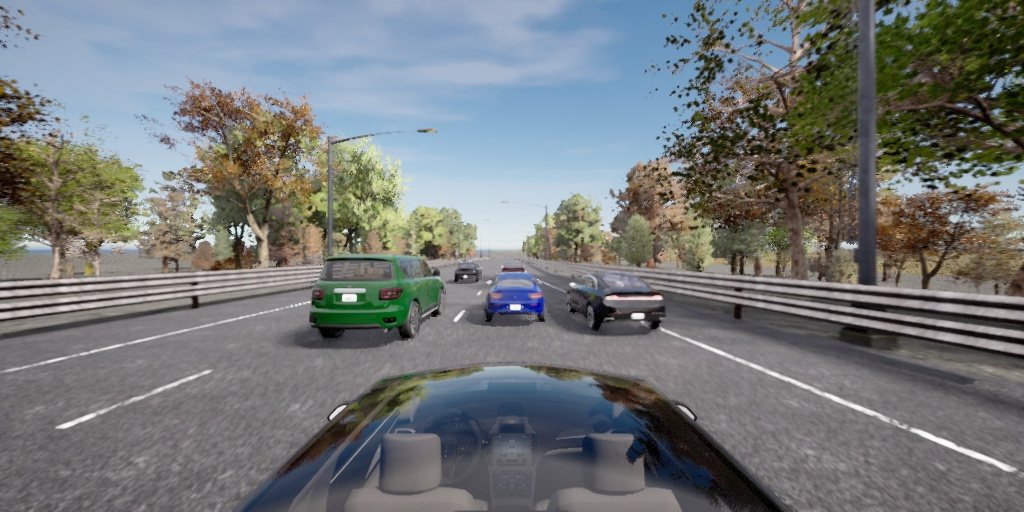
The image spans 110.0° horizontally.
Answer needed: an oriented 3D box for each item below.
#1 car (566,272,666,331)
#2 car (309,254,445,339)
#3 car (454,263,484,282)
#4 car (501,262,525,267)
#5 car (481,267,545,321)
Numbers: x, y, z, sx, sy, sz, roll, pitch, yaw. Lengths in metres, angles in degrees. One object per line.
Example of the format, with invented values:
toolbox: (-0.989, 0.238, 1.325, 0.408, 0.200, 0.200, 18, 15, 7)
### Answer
car: (2.931, 1.242, 11.080, 2.128, 1.511, 4.902, 0, 0, -3)
car: (-3.401, 0.971, 10.180, 2.150, 2.045, 5.566, 0, 0, 0)
car: (-3.406, 1.259, 28.591, 1.837, 1.490, 4.892, 0, 0, 0)
car: (0.107, 1.233, 30.209, 1.882, 1.535, 5.008, 0, 0, 0)
car: (0.097, 1.275, 12.339, 1.812, 1.442, 4.674, 0, 0, 0)
